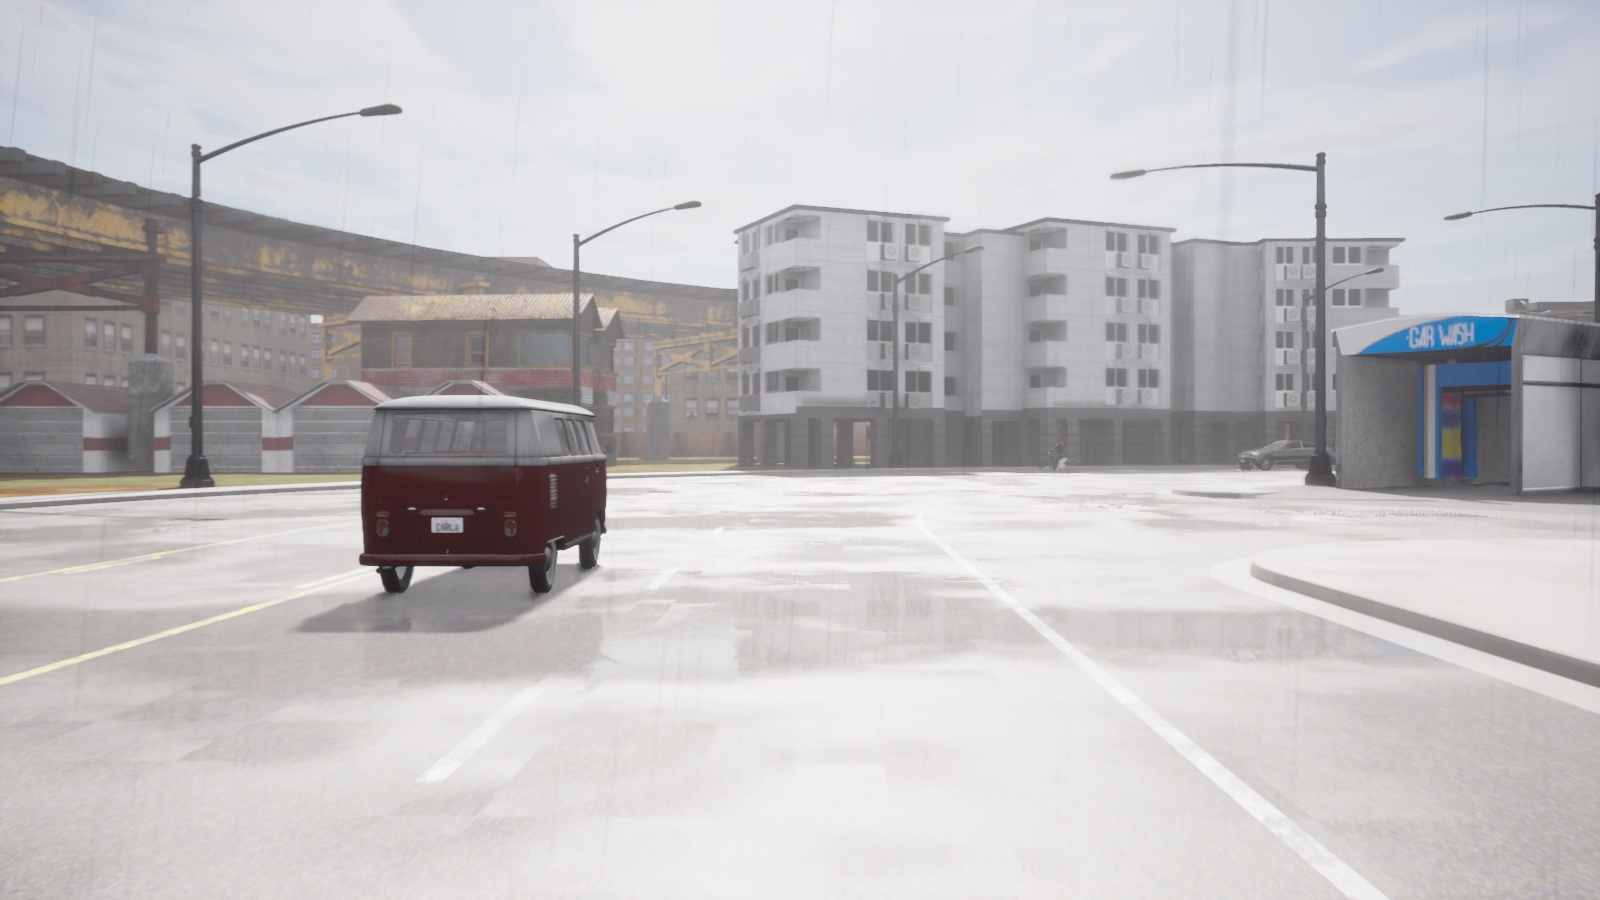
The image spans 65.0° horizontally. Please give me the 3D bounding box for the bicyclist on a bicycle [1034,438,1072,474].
[{"bbox_3d":[12.493,0.278,62.018,1.843,1.776,0.659,0,1,-26],"label":"bicyclist on a bicycle"}]

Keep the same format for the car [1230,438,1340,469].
[{"bbox_3d":[25.734,0.172,66.707,5.027,1.651,2.152,0,0,-10],"label":"car"}]

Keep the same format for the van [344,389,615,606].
[{"bbox_3d":[-3.264,0.419,13.741,1.775,1.987,4.442,0,0,1],"label":"van"}]
